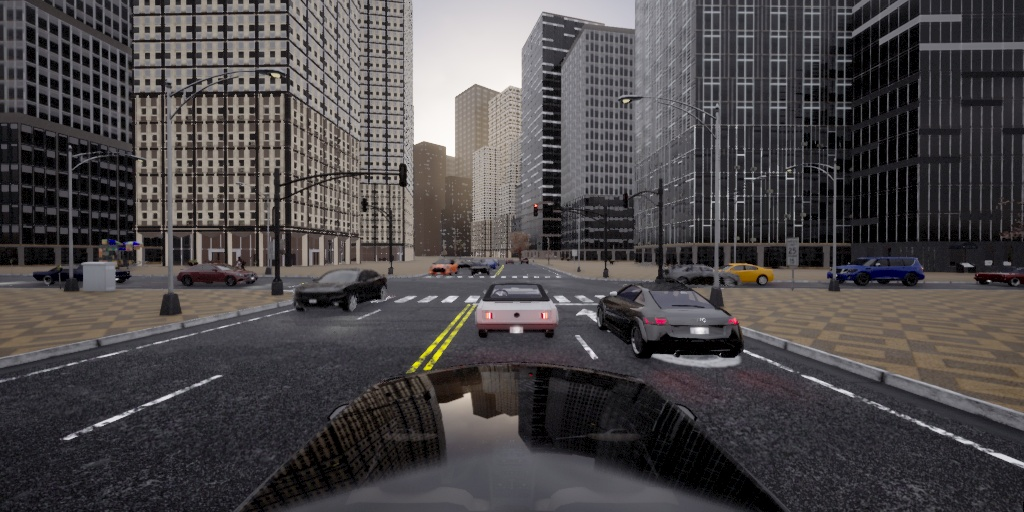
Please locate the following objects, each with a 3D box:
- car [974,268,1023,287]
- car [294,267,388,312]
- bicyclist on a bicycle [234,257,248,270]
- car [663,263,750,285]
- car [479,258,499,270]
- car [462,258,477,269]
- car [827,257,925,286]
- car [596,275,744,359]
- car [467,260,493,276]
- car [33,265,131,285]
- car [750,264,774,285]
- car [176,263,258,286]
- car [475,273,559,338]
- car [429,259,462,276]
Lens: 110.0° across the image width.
[{"bbox_3d":[36.705,1.501,25.872,4.718,1.301,1.895,0,0,1],"label":"car"},{"bbox_3d":[-6.594,1.222,14.363,1.882,1.535,5.008,0,0,0],"label":"car"},{"bbox_3d":[-24.691,0.871,32.619,0.582,1.620,1.656,0,1,1],"label":"bicyclist on a bicycle"},{"bbox_3d":[12.106,1.305,23.285,4.902,1.511,2.128,0,1,3],"label":"car"},{"bbox_3d":[-3.323,1.176,52.142,1.882,1.535,5.008,0,0,0],"label":"car"},{"bbox_3d":[-6.574,1.302,50.844,1.895,1.301,4.718,0,0,0],"label":"car"},{"bbox_3d":[26.386,1.075,26.100,5.566,2.045,2.150,0,0,2],"label":"car"},{"bbox_3d":[3.358,1.312,8.449,1.994,1.385,4.181,0,0,0],"label":"car"},{"bbox_3d":[-3.163,1.327,36.315,1.895,1.301,4.718,0,0,-3],"label":"car"},{"bbox_3d":[-28.584,1.226,23.986,4.718,1.301,1.895,0,0,1],"label":"car"},{"bbox_3d":[16.323,1.285,26.321,5.008,1.535,1.882,0,0,1],"label":"car"},{"bbox_3d":[-19.474,1.193,23.752,4.674,1.442,1.812,0,0,1],"label":"car"},{"bbox_3d":[0.103,1.348,10.163,1.895,1.301,4.718,0,0,0],"label":"car"},{"bbox_3d":[-6.793,1.079,36.020,2.097,1.767,4.553,0,0,3],"label":"car"}]
